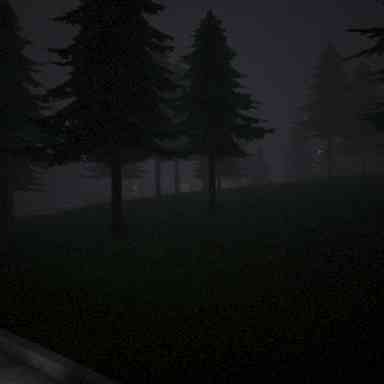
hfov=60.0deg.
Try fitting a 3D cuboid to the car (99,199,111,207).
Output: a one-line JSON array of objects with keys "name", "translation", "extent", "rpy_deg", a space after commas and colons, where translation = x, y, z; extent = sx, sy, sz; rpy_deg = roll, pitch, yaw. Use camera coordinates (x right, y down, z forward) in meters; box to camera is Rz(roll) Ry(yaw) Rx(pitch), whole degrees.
[{"name": "car", "translation": [-14.343, 2.053, 62.025], "extent": [1.895, 1.301, 4.718], "rpy_deg": [-1, 0, 35]}]

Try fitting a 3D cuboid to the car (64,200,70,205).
[{"name": "car", "translation": [-25.440, 2.119, 72.330], "extent": [1.812, 1.442, 4.674], "rpy_deg": [-1, 0, 35]}]

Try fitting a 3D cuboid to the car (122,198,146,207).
[{"name": "car", "translation": [-11.261, 1.897, 60.320], "extent": [1.882, 1.535, 5.008], "rpy_deg": [-1, 0, 35]}]

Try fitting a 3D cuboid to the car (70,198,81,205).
[{"name": "car", "translation": [-22.574, 2.039, 70.322], "extent": [1.882, 1.535, 5.008], "rpy_deg": [-1, 0, 35]}]

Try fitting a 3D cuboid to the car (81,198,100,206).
[{"name": "car", "translation": [-19.724, 2.124, 68.289], "extent": [1.895, 1.301, 4.718], "rpy_deg": [-1, 0, 35]}]
